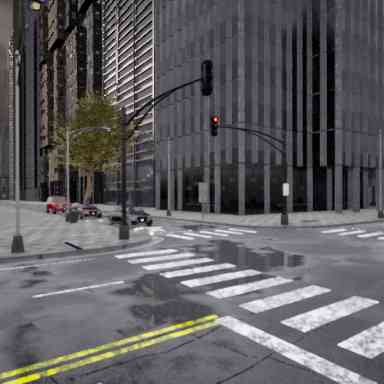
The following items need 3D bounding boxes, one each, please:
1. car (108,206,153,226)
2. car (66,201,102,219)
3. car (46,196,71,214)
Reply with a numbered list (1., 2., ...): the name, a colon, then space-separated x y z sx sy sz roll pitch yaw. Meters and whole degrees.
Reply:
1. car: -4.489 1.728 23.960 1.994 1.385 4.181 0 0 -35
2. car: -10.211 1.816 31.995 1.994 1.385 4.181 0 0 -36
3. car: -16.110 1.569 40.322 2.150 2.045 5.566 0 0 -35
